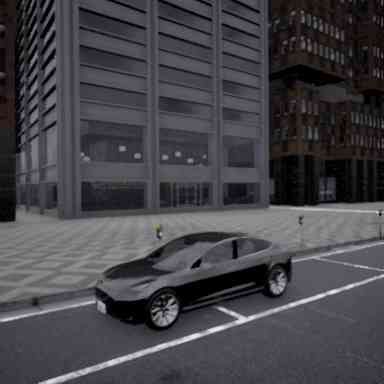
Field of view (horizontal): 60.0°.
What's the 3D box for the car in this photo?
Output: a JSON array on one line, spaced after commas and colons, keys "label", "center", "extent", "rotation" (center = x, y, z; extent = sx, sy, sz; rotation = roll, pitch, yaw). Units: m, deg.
[{"label": "car", "center": [0.260, 1.533, 6.833], "extent": [4.313, 1.339, 1.947], "rotation": [-1, 0, -35]}]
